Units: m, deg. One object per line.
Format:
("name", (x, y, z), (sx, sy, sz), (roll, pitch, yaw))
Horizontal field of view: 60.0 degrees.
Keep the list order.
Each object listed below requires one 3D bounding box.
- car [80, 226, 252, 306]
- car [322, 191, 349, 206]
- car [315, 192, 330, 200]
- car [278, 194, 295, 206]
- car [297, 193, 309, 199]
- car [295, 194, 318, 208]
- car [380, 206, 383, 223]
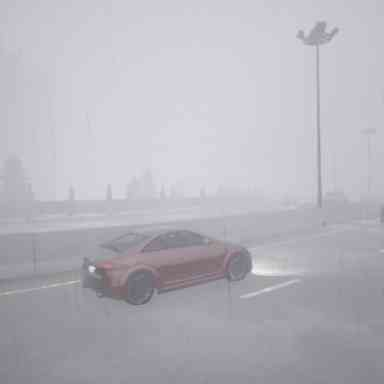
("car", (-0.488, 1.524, 8.052), (4.181, 1.385, 1.994), (-1, 0, -38))
("car", (15.925, 0.881, 36.868), (2.150, 2.045, 5.566), (-1, 0, 32))
("car", (29.705, 0.890, 75.870), (2.128, 1.511, 4.902), (-1, 0, 8))
("car", (13.595, 1.029, 46.919), (2.097, 1.767, 4.553), (-1, 0, 27))
("car", (26.841, 1.001, 80.802), (1.994, 1.385, 4.181), (-1, 0, 8))
("car", (14.721, 1.194, 41.658), (1.812, 1.442, 4.674), (-1, 0, 30))
("car", (13.873, 1.208, 21.954), (1.882, 1.535, 5.008), (0, 0, 40))
